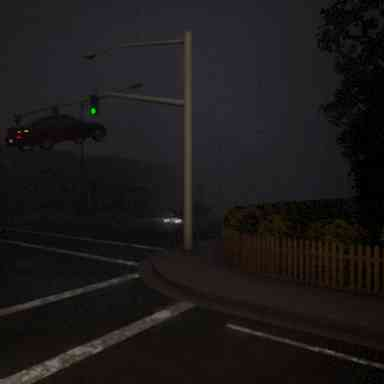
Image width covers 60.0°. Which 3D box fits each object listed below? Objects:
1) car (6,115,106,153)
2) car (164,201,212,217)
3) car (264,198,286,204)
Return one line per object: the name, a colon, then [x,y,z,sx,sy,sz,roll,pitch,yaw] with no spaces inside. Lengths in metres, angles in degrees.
car: [-6.220,-2.856,15.593,1.812,1.442,4.674,0,14,35]
car: [-0.220,1.544,30.367,2.033,1.411,5.357,0,0,35]
car: [11.891,1.544,47.385,2.033,1.411,5.357,0,0,35]
